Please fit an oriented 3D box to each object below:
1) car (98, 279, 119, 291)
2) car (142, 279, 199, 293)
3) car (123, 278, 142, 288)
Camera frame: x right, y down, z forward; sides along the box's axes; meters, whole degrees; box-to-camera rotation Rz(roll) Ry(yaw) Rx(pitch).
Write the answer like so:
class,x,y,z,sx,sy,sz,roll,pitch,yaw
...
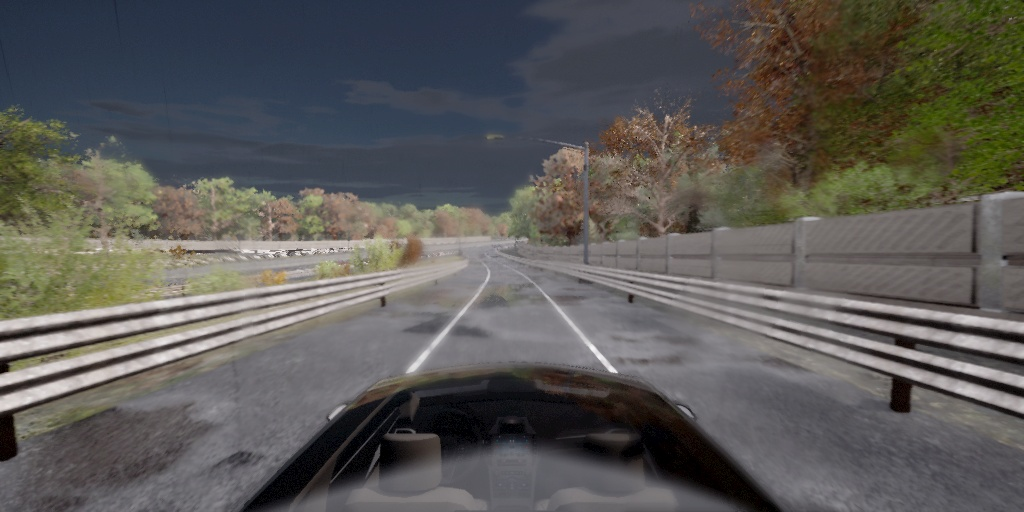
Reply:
class,x,y,z,sx,sy,sz,roll,pitch,yaw
car,-43.932,3.183,41.383,2.033,1.411,5.357,1,4,15
car,-37.125,3.358,39.765,1.895,1.301,4.718,1,4,15
car,-40.535,3.263,40.538,1.994,1.385,4.181,1,4,15
